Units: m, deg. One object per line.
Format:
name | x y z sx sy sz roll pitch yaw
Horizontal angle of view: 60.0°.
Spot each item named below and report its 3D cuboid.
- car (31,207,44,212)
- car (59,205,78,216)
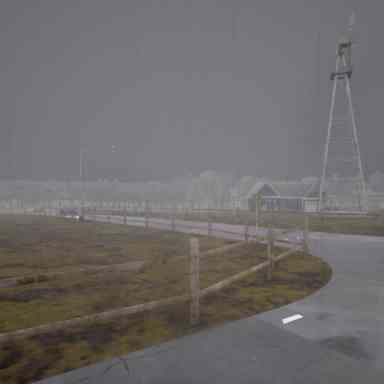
car | -36.566 4.313 79.883 1.812 1.442 4.674 0 -3 -35
car | -18.615 2.799 49.972 1.837 1.490 4.892 0 -2 -35
